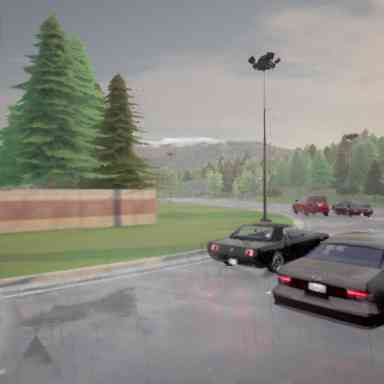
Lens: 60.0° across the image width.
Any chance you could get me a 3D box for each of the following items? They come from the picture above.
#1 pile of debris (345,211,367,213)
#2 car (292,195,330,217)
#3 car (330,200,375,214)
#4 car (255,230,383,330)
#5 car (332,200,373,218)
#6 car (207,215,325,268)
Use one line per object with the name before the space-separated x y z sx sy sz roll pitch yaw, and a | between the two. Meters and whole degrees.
pile of debris | 18.658 2.304 37.802 1.500 0.140 1.860 0 0 -6
car | 11.920 1.362 33.614 2.150 2.045 5.566 0 0 0
car | 18.567 1.682 38.841 2.033 1.411 5.357 0 0 -9
car | 3.826 1.572 7.027 5.357 1.411 2.033 0 0 -43
car | 15.293 1.713 31.902 1.895 1.301 4.718 0 0 3
car | 2.698 1.655 10.860 1.895 1.301 4.718 -1 0 45
